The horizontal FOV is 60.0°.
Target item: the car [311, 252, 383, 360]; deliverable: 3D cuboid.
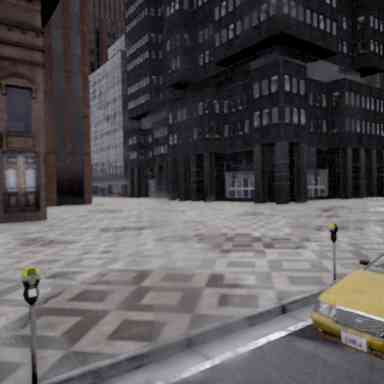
[{"bbox_3d":[3.839,1.352,5.275,4.829,1.417,1.752,-2,1,-36],"label":"car"}]
